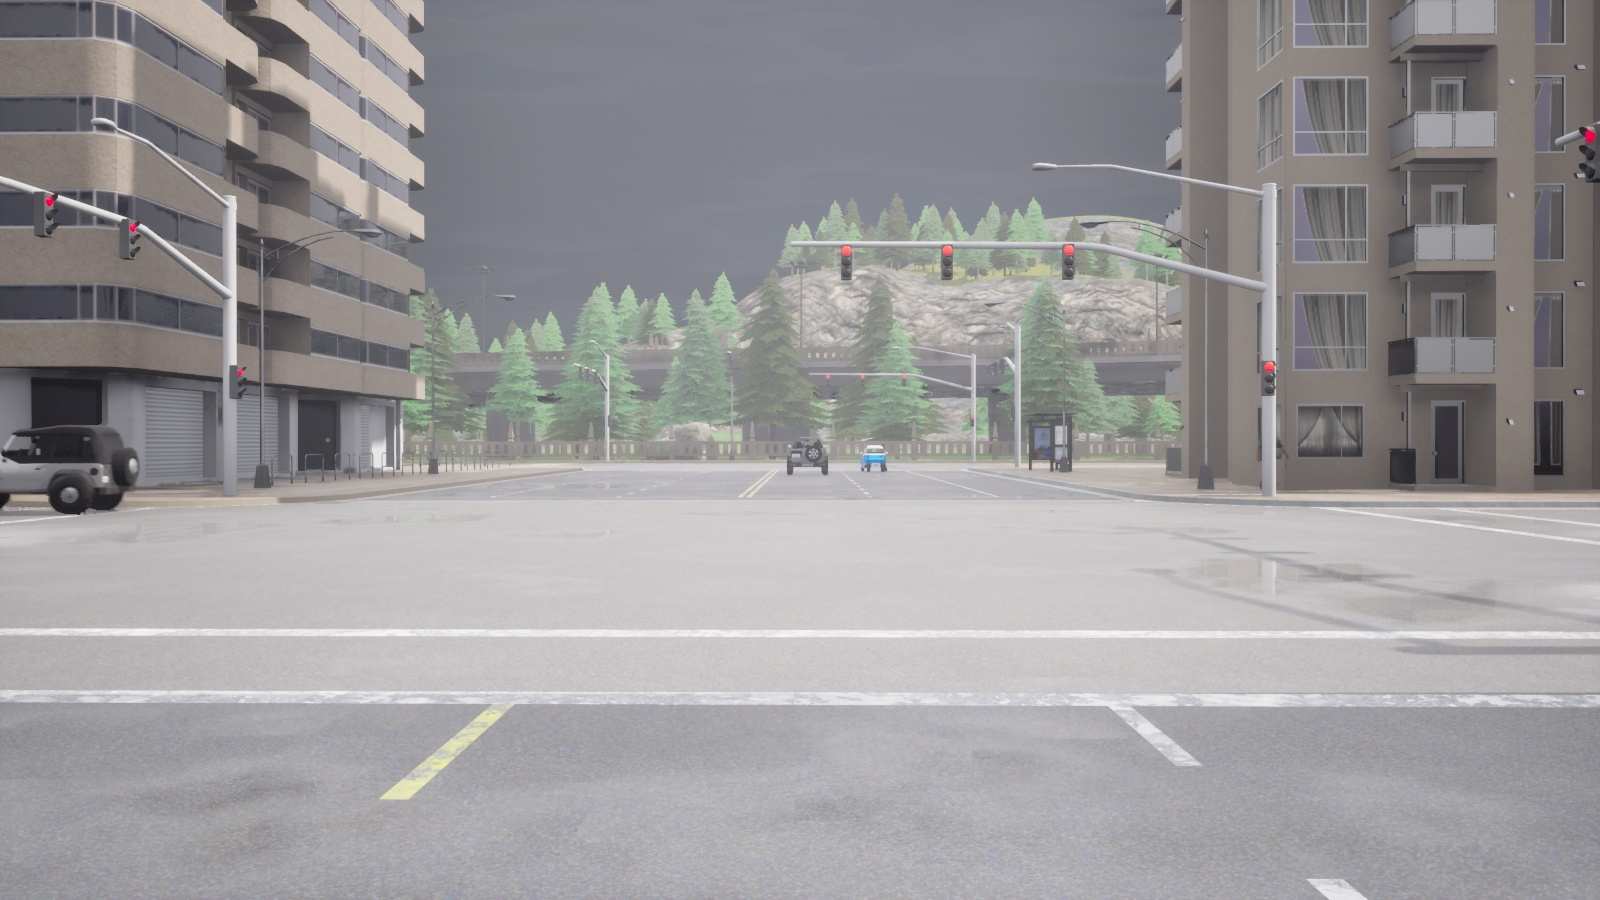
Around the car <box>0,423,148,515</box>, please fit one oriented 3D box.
[{"bbox_3d":[-16.296,0.378,26.739,3.866,1.878,1.905,0,0,-8],"label":"car"}]

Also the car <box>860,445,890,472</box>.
[{"bbox_3d":[3.885,0.436,65.278,1.481,1.376,2.207,0,1,1],"label":"car"}]

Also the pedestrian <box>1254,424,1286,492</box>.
[{"bbox_3d":[13.058,0.219,34.884,0.540,1.848,0.694,0,0,-10],"label":"pedestrian"}]

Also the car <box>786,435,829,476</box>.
[{"bbox_3d":[0.350,0.229,59.258,1.932,1.855,4.605,0,0,0],"label":"car"}]
